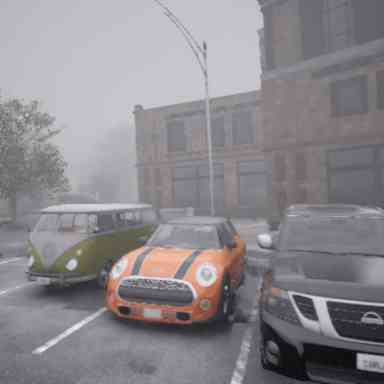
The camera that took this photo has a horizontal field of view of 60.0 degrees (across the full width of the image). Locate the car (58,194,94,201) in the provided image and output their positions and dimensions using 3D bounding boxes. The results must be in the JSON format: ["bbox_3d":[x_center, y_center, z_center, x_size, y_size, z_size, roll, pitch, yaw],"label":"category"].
[{"bbox_3d":[-12.903,1.239,38.127,2.150,2.045,5.566,-3,1,22],"label":"car"}]

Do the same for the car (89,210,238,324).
[{"bbox_3d":[-0.022,1.385,7.487,2.185,1.767,4.553,0,-1,16],"label":"car"}]

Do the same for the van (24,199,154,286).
[{"bbox_3d":[-2.498,1.303,9.085,1.878,1.987,4.442,-1,-1,16],"label":"van"}]

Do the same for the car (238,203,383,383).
[{"bbox_3d":[2.406,1.248,5.690,2.435,2.045,5.566,0,-1,16],"label":"car"}]
